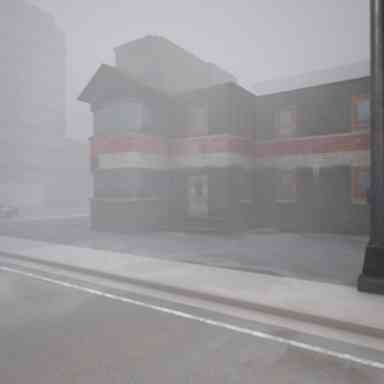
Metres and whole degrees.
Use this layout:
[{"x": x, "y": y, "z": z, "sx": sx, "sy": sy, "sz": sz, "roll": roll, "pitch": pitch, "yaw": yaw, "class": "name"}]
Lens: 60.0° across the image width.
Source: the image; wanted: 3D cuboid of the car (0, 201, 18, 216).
[{"x": -17.196, "y": 1.431, "z": 28.020, "sx": 1.853, "sy": 1.218, "sz": 4.536, "roll": 0, "pitch": 0, "yaw": 15, "class": "car"}]

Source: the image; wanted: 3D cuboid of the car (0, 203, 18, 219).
[{"x": -17.209, "y": 1.589, "z": 27.969, "sx": 2.038, "sy": 1.542, "sz": 4.974, "roll": 0, "pitch": 0, "yaw": 15, "class": "car"}]
